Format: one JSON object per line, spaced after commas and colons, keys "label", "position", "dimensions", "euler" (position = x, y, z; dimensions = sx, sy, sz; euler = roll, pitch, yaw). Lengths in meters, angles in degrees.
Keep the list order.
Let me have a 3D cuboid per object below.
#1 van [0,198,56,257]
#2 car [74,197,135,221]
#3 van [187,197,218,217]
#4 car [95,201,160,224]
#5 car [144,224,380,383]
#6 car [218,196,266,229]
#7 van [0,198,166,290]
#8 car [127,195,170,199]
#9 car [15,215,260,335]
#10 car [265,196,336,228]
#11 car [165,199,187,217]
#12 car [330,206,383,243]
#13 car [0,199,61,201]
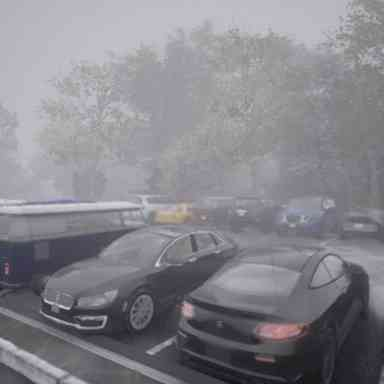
{"label": "van", "position": [-7.472, 1.271, 12.022], "dimensions": [1.878, 1.987, 4.442], "euler": [0, 0, 35]}
{"label": "car", "position": [-7.174, 1.341, 27.749], "dimensions": [2.185, 1.767, 4.553], "euler": [0, 0, 35]}
{"label": "van", "position": [1.928, 1.272, 21.389], "dimensions": [1.878, 1.987, 4.442], "euler": [0, 0, 35]}
{"label": "car", "position": [-4.945, 1.504, 26.092], "dimensions": [2.163, 1.488, 4.792], "euler": [0, 0, 35]}
{"label": "car", "position": [1.603, 1.555, 5.430], "dimensions": [2.002, 1.452, 4.674], "euler": [0, 0, 35]}
{"label": "car", "position": [4.140, 1.255, 19.709], "dimensions": [2.435, 2.045, 5.566], "euler": [0, 0, 35]}
{"label": "van", "position": [-2.902, 1.287, 8.776], "dimensions": [1.878, 1.987, 4.442], "euler": [0, 0, 35]}
{"label": "car", "position": [-2.648, 1.231, 24.531], "dimensions": [2.435, 2.045, 5.566], "euler": [0, 0, 35]}
{"label": "car", "position": [-0.677, 1.515, 7.061], "dimensions": [2.231, 1.521, 4.892], "euler": [0, 0, 35]}
{"label": "car", "position": [6.371, 1.257, 18.055], "dimensions": [2.435, 2.045, 5.566], "euler": [0, 0, 35]}
{"label": "car", "position": [-0.294, 1.487, 23.052], "dimensions": [1.946, 1.575, 5.366], "euler": [0, 0, 35]}
{"label": "car", "position": [8.666, 1.539, 16.495], "dimensions": [2.163, 1.488, 4.792], "euler": [0, 0, 35]}
{"label": "car", "position": [-5.269, 1.254, 10.280], "dimensions": [2.435, 2.045, 5.566], "euler": [0, 0, 35]}
